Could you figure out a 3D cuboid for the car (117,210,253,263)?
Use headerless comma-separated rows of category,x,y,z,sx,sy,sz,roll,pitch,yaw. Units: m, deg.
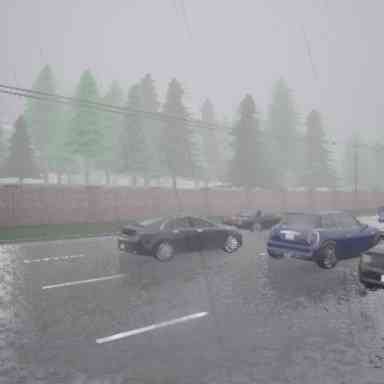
car,-0.267,1.534,12.156,4.892,1.490,1.837,0,0,-36

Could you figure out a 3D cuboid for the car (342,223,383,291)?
car,5.736,1.566,7.858,4.674,1.442,1.812,0,0,-36

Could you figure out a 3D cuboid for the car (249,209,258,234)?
car,4.103,1.664,19.574,4.718,1.301,1.895,0,0,-36

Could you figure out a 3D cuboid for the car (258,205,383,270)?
car,4.723,1.397,11.418,4.553,1.767,2.097,0,0,-36

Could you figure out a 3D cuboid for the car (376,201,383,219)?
car,18.812,1.621,30.074,5.008,1.535,1.882,0,0,-36
